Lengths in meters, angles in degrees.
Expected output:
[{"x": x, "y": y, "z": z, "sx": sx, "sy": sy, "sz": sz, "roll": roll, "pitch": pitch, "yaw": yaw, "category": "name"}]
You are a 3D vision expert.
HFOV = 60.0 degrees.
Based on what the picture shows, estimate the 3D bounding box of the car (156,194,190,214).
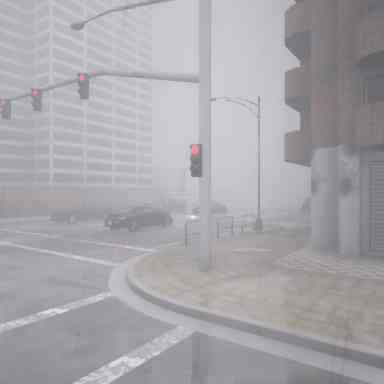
[{"x": -2.601, "y": 1.352, "z": 33.099, "sx": 2.097, "sy": 1.767, "sz": 4.553, "roll": 0, "pitch": 0, "yaw": 35, "category": "car"}]

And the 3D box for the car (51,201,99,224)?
[{"x": -8.176, "y": 1.478, "z": 25.230, "sx": 1.882, "sy": 1.535, "sz": 5.008, "roll": 0, "pitch": 0, "yaw": 35, "category": "car"}]

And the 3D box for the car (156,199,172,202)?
[{"x": -3.875, "y": 1.526, "z": 25.218, "sx": 1.812, "sy": 1.442, "sz": 4.674, "roll": 0, "pitch": 0, "yaw": 35, "category": "car"}]

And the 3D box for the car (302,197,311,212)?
[{"x": 14.466, "y": 1.352, "z": 38.722, "sx": 2.097, "sy": 1.767, "sz": 4.553, "roll": 0, "pitch": 0, "yaw": 35, "category": "car"}]

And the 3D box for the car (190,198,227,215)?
[{"x": 1.821, "y": 1.564, "z": 33.271, "sx": 1.994, "sy": 1.385, "sz": 4.181, "roll": 0, "pitch": 0, "yaw": 36, "category": "car"}]

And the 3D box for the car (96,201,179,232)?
[{"x": -3.119, "y": 1.526, "z": 19.990, "sx": 1.812, "sy": 1.442, "sz": 4.674, "roll": 0, "pitch": 0, "yaw": 36, "category": "car"}]
